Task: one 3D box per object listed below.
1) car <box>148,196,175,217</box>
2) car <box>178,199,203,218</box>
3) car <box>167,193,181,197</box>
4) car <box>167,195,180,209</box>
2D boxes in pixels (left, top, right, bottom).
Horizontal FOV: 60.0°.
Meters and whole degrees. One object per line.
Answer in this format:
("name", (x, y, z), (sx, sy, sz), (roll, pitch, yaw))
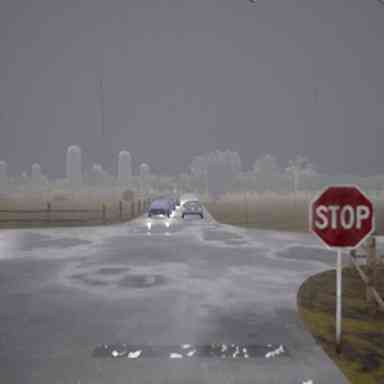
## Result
("car", (-2.881, 1.443, 30.655), (1.882, 1.535, 5.008), (0, 0, -1))
("car", (0.024, 1.513, 30.154), (2.033, 1.411, 5.357), (0, 0, 0))
("car", (-2.963, 1.144, 51.928), (2.150, 2.045, 5.566), (0, 0, 0))
("car", (-2.947, 1.437, 41.241), (2.128, 1.511, 4.902), (0, 0, 0))
